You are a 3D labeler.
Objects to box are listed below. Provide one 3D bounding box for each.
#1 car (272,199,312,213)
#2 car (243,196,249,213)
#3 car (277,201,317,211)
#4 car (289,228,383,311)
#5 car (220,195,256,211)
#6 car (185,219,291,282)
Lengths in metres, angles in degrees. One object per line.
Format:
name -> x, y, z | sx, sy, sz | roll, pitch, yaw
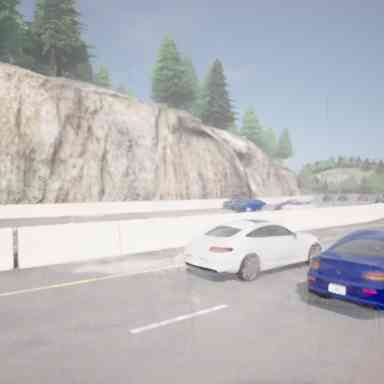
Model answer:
car -> 11.328, 1.502, 37.317 | 2.033, 1.411, 5.357 | 0, 0, 44
car -> 6.547, 1.450, 37.459 | 1.882, 1.535, 5.008 | 0, 0, 45
car -> 10.081, 1.485, 31.109 | 4.674, 1.442, 1.812 | 0, 0, -45
car -> 4.337, 1.509, 7.183 | 4.674, 1.442, 1.812 | 0, 0, -38
car -> 5.821, 1.326, 41.735 | 2.097, 1.767, 4.553 | 0, 0, 44
car -> 1.929, 1.518, 9.742 | 4.674, 1.442, 1.812 | 0, 0, -38
